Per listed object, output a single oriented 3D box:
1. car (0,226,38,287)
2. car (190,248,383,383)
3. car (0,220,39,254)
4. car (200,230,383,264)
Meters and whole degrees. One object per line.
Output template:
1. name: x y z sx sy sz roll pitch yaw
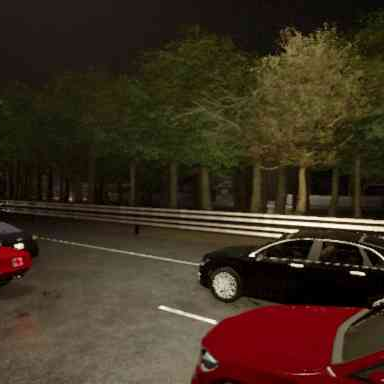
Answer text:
1. car: -6.019 1.520 7.598 4.718 1.301 1.895 1 2 27
2. car: 2.166 1.528 2.449 4.674 1.442 1.812 0 0 36
3. car: -6.839 1.474 10.124 4.181 1.385 1.994 1 0 18
4. car: 2.393 1.522 6.596 4.892 1.490 1.837 1 0 35
